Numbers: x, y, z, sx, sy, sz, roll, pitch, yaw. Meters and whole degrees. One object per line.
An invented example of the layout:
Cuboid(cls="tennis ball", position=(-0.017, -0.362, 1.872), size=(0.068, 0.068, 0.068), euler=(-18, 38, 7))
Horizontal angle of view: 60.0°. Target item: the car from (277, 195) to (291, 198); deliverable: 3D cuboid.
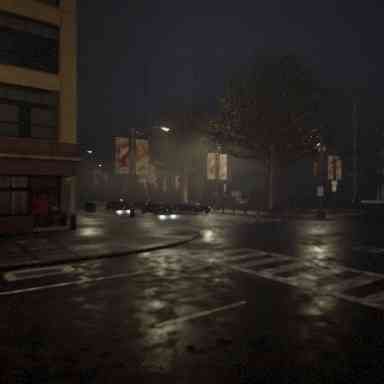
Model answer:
Cuboid(cls="car", position=(18.539, 1.360, 69.280), size=(2.002, 1.452, 4.674), euler=(0, 0, -36))

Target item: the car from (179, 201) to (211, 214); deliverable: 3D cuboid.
Cuboid(cls="car", position=(-0.062, 1.615, 35.095), size=(1.895, 1.301, 4.718), euler=(0, 0, -36))

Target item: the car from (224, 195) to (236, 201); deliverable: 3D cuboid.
Cuboid(cls="car", position=(8.069, 1.450, 76.772), size=(2.161, 1.482, 4.786), euler=(0, 0, -36))

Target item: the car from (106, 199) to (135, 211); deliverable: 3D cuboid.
Cuboid(cls="car", position=(-9.382, 1.576, 42.119), size=(1.994, 1.385, 4.181), euler=(0, 0, -35))

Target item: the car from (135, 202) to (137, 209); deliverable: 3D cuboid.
Cuboid(cls="car", position=(-5.923, 1.578, 43.271), size=(1.994, 1.385, 4.181), euler=(0, 0, -37))

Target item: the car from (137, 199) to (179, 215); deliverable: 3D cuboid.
Cuboid(cls="car", position=(-3.555, 1.576, 33.964), size=(1.994, 1.385, 4.181), euler=(0, 0, -36))

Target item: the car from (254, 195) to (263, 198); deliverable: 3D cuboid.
Cuboid(cls="car", position=(17.726, 1.508, 83.213), size=(1.895, 1.301, 4.718), euler=(0, 0, -36))
